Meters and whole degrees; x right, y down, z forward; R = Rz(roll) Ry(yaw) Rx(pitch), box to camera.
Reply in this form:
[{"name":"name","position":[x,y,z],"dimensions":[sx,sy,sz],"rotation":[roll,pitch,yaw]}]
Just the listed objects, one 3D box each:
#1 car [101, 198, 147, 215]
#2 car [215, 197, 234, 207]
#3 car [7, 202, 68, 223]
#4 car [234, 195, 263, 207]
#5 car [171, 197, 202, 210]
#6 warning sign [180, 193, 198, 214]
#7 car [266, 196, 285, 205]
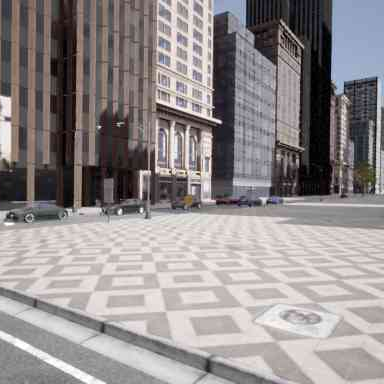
[{"name":"car","position":[-6.458,1.377,32.008],"dimensions":[1.837,1.490,4.892],"rotation":[1,1,35]},{"name":"car","position":[5.275,1.392,48.509],"dimensions":[1.895,1.301,4.718],"rotation":[1,1,36]},{"name":"car","position":[-11.470,1.470,24.932],"dimensions":[1.994,1.385,4.181],"rotation":[1,1,35]},{"name":"car","position":[8.342,1.193,47.469],"dimensions":[2.097,1.767,4.553],"rotation":[1,1,36]},{"name":"car","position":[-0.601,1.337,40.275],"dimensions":[1.837,1.490,4.892],"rotation":[1,1,35]},{"name":"warning sign","position":[-0.265,1.077,30.688],"dimensions":[1.300,1.860,1.060],"rotation":[1,1,35]},{"name":"car","position":[13.944,1.362,55.474],"dimensions":[1.994,1.385,4.181],"rotation":[1,1,35]}]
